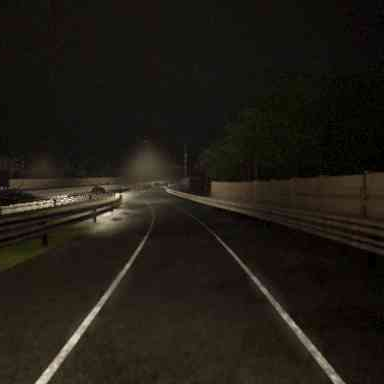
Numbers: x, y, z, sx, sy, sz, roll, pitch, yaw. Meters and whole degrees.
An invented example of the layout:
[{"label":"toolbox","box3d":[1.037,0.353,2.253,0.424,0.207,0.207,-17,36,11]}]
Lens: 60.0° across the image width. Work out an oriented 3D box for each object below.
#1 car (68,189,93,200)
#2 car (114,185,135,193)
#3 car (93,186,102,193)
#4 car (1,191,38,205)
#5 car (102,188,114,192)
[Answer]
[{"label":"car","box3d":[-21.084,0.733,61.993,2.033,1.411,5.357,0,3,10]},{"label":"car","box3d":[-17.152,-0.506,84.644,2.128,1.511,4.902,0,3,10]},{"label":"car","box3d":[-24.056,-0.700,85.793,2.097,1.767,4.553,0,3,10]},{"label":"car","box3d":[-26.402,0.984,51.806,2.150,2.045,5.566,0,3,10]},{"label":"car","box3d":[-20.597,-0.450,85.261,1.895,1.301,4.718,0,3,10]}]
